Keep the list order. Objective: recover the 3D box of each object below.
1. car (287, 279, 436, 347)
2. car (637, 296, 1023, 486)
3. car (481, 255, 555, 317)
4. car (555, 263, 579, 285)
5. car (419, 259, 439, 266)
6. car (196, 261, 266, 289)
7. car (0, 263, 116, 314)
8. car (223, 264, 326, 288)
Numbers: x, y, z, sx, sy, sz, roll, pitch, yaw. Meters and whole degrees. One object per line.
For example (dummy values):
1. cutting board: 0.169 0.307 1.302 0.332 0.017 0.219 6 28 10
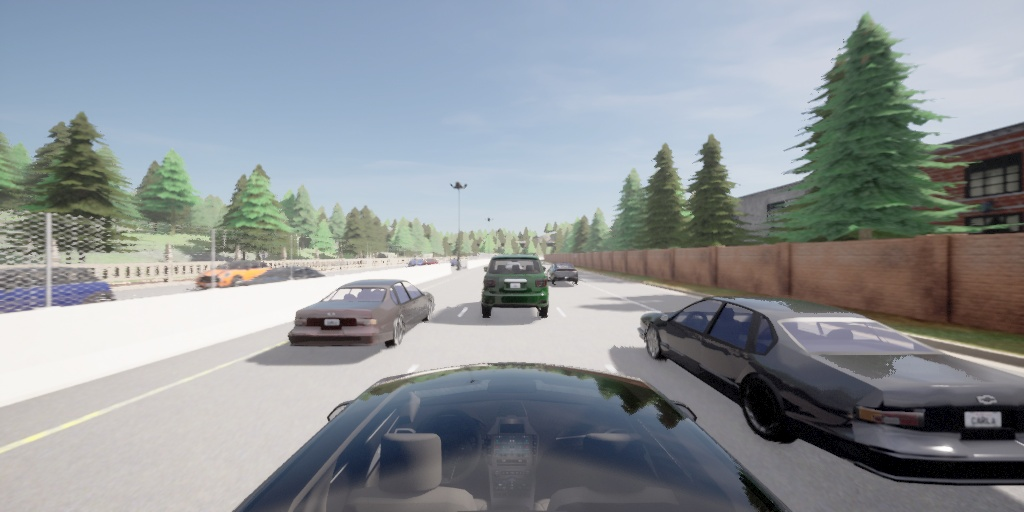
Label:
1. car: -3.400 1.297 9.270 2.033 1.411 5.357 0 0 0
2. car: 3.600 1.298 5.253 2.033 1.411 5.357 0 0 0
3. car: 0.100 0.972 13.276 2.150 2.045 5.566 0 0 0
4. car: 3.600 1.242 26.105 2.128 1.511 4.902 0 0 0
5. car: -13.993 1.229 61.693 1.882 1.535 5.008 0 0 1
6. car: -17.597 1.101 23.051 2.097 1.767 4.553 0 0 0
7. car: -14.099 1.101 9.803 2.097 1.767 4.553 0 0 0
8. car: -10.599 1.257 16.861 1.837 1.490 4.892 0 0 0
